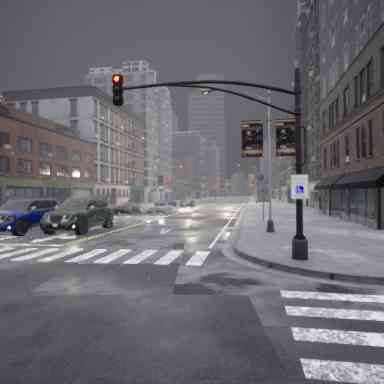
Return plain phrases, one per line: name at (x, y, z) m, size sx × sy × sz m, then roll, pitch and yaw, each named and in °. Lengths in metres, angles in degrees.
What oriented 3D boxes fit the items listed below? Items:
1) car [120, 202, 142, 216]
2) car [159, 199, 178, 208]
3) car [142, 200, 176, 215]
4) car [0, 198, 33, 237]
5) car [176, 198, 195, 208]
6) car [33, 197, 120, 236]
car at (-6.881, 1.756, 36.220) m, size 2.033 × 1.411 × 5.357 m, roll -1°, pitch 0°, yaw 10°
car at (-3.714, 1.868, 53.501) m, size 1.895 × 1.301 × 4.718 m, roll -1°, pitch 0°, yaw 11°
car at (-3.535, 1.770, 36.475) m, size 1.895 × 1.301 × 4.718 m, roll -1°, pitch 0°, yaw 10°
car at (-9.829, 1.398, 19.704) m, size 2.150 × 2.045 × 5.566 m, roll -1°, pitch 0°, yaw 10°
car at (-0.686, 1.715, 52.032) m, size 2.128 × 1.511 × 4.902 m, roll -1°, pitch 0°, yaw 11°
car at (-6.533, 1.359, 19.720) m, size 2.150 × 2.045 × 5.566 m, roll -1°, pitch 0°, yaw 10°
